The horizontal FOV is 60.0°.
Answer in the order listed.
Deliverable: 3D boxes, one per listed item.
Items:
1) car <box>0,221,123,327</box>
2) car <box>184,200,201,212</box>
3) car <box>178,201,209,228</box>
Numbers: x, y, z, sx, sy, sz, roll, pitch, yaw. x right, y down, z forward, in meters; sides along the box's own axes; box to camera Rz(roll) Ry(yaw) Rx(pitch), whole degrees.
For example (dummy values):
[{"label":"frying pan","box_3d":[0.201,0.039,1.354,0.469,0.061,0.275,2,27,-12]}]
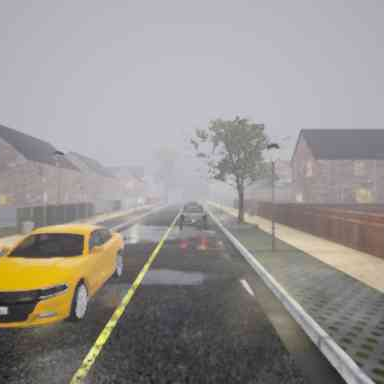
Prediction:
[{"label":"car","box_3d":[-2.855,1.494,7.436,1.882,1.535,5.008,0,0,0]},{"label":"car","box_3d":[0.082,1.754,41.690,1.994,1.385,4.181,0,0,0]},{"label":"car","box_3d":[0.088,1.569,22.486,2.128,1.511,4.902,0,0,0]}]
